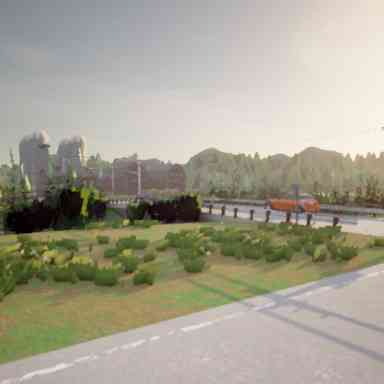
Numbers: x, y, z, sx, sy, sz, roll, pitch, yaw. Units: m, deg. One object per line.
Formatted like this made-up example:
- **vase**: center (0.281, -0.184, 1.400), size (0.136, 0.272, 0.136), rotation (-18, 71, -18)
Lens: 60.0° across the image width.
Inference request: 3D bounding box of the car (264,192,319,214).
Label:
- **car**: center (8.227, 0.862, 27.848), size (2.097, 1.767, 4.553), rotation (0, 2, -33)
